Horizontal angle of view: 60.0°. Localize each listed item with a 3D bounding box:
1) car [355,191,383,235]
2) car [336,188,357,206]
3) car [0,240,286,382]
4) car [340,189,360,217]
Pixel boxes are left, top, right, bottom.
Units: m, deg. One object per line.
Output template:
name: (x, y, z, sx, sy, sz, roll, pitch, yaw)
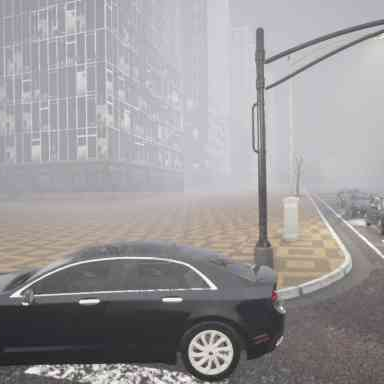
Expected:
car: (8.846, 0.928, 14.510, 2.128, 1.511, 4.902, -1, 2, 18)
car: (12.799, 0.454, 26.897, 2.128, 1.511, 4.902, -1, 2, 18)
car: (-1.173, 1.505, 4.800, 4.892, 1.490, 1.837, 0, 0, 0)
car: (10.849, 0.759, 20.819, 1.994, 1.385, 4.181, -1, 2, 17)
